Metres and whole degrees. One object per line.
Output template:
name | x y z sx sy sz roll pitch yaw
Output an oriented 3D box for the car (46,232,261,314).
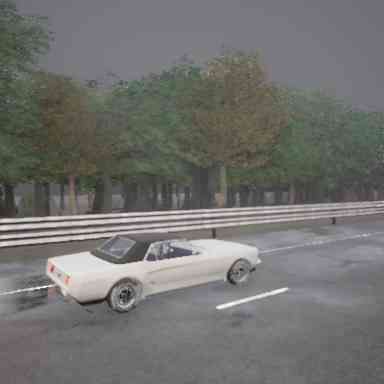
car | -0.630 1.575 7.600 4.718 1.301 1.895 -1 0 -36
